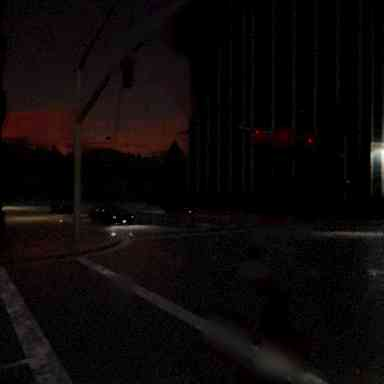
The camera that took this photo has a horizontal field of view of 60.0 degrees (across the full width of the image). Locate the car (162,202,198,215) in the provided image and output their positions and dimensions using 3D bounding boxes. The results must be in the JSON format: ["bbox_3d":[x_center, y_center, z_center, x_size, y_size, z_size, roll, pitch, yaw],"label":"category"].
[{"bbox_3d":[-1.447,1.781,36.957,1.895,1.301,4.718,1,0,-35],"label":"car"}]

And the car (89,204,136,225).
[{"bbox_3d":[-6.140,1.634,25.001,2.033,1.411,5.357,1,0,-35],"label":"car"}]

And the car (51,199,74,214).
[{"bbox_3d":[-14.130,1.573,36.672,1.882,1.535,5.008,1,0,-34],"label":"car"}]
